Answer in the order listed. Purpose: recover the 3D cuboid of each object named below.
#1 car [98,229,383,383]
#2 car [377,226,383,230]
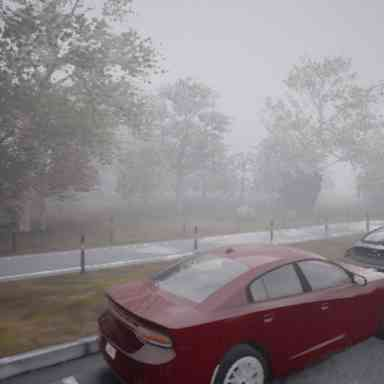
[{"bbox_3d":[1.202,1.518,4.914,5.008,1.535,2.097,0,0,-33],"label":"car"},{"bbox_3d":[5.726,1.524,8.140,4.892,1.521,2.231,1,0,-33],"label":"car"}]
